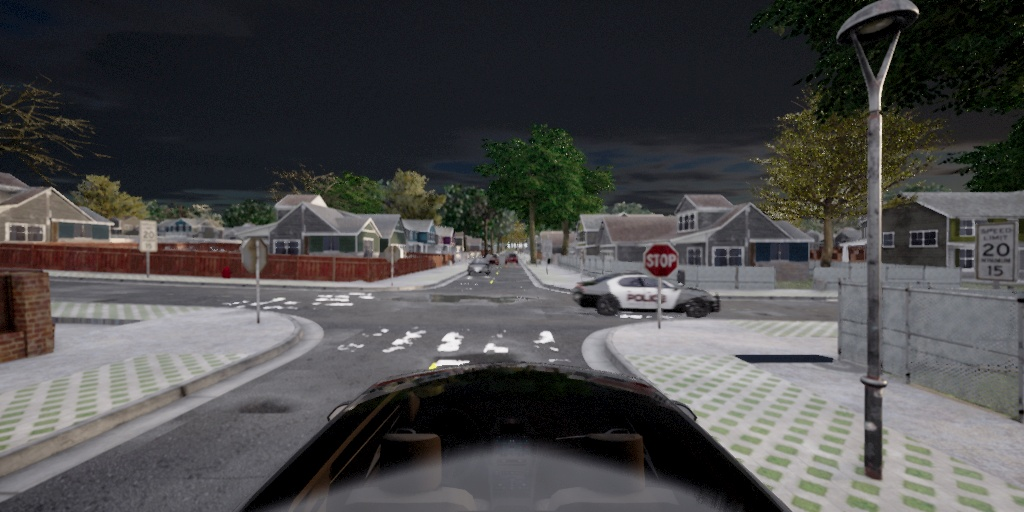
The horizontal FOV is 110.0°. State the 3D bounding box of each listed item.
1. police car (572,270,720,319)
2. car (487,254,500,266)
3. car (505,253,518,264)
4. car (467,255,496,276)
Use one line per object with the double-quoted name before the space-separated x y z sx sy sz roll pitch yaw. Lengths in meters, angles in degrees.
"police car" 4.760 1.336 12.952 4.974 1.542 2.038 1 1 0
"car" -2.874 0.484 50.768 2.097 1.767 4.553 0 1 0
"car" -0.050 0.361 57.716 2.097 1.767 4.553 0 1 0
"car" -2.873 0.920 32.266 2.128 1.511 4.902 0 1 0
